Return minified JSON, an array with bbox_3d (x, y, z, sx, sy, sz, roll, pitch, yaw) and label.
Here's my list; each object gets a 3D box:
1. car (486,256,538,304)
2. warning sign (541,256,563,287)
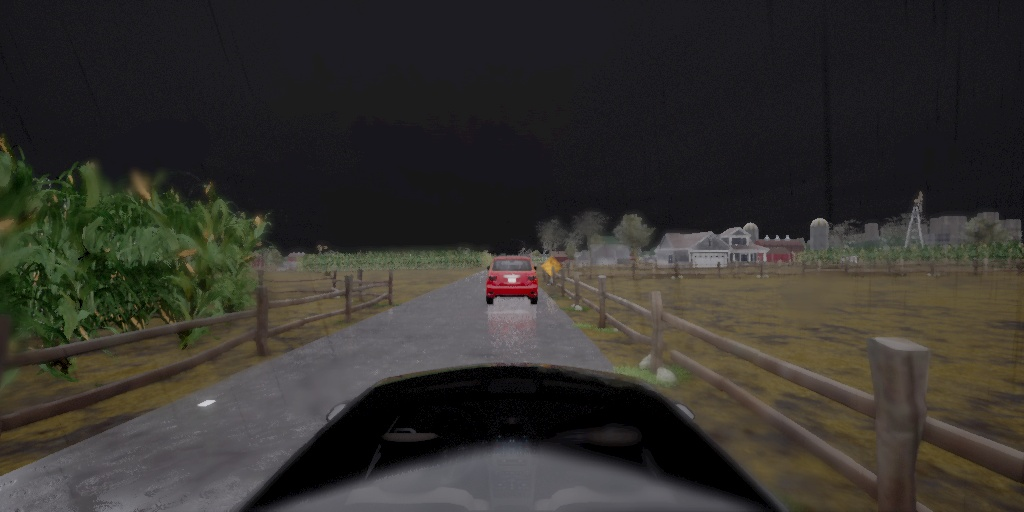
[{"bbox_3d":[0.000,1.040,16.533,2.150,2.045,5.566,0,0,0],"label":"car"},{"bbox_3d":[2.450,0.923,22.048,1.300,1.860,1.060,0,0,0],"label":"warning sign"}]
